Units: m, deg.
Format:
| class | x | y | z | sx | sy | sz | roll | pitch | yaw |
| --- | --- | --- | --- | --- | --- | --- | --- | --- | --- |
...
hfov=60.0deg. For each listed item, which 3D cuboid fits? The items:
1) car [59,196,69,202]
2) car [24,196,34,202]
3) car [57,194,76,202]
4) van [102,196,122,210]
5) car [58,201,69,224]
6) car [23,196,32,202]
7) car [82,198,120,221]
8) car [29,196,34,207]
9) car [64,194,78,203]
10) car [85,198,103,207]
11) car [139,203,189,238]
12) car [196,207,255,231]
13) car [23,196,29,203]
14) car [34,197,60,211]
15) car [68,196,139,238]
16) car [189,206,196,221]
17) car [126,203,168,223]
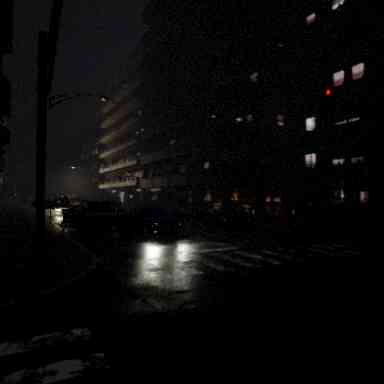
| class | x | y | z | sx | sy | sz | roll | pitch | yaw |
| --- | --- | --- | --- | --- | --- | --- | --- | --- | --- |
| car | -32.958 | 1.746 | 85.415 | 1.752 | 1.417 | 4.829 | 2 | -1 | -29 |
| car | -37.503 | 1.647 | 76.355 | 1.802 | 1.307 | 4.206 | 2 | -1 | -29 |
| car | -18.626 | 1.447 | 47.988 | 2.097 | 1.767 | 4.553 | 1 | 0 | -29 |
| van | -11.172 | 1.540 | 46.341 | 1.690 | 1.788 | 3.998 | 2 | -1 | -29 |
| car | -7.666 | 1.582 | 22.828 | 1.887 | 1.381 | 4.507 | 2 | -1 | -29 |
| car | -40.216 | 1.650 | 81.221 | 1.802 | 1.307 | 4.206 | 2 | -1 | -29 |
| car | -7.900 | 1.439 | 28.555 | 2.097 | 1.767 | 4.553 | 1 | -1 | -29 |
| car | -23.941 | 1.617 | 52.024 | 1.947 | 1.339 | 4.313 | 2 | -1 | -29 |
| car | -27.445 | 1.530 | 75.537 | 2.192 | 1.841 | 5.009 | 2 | -1 | -29 |
| car | -16.602 | 1.748 | 56.069 | 1.887 | 1.381 | 4.507 | 2 | -1 | -29 |
| car | -2.315 | 1.559 | 18.525 | 1.882 | 1.535 | 5.008 | 1 | -1 | -29 |
| car | 2.384 | 1.753 | 22.005 | 1.947 | 1.339 | 4.313 | 2 | -1 | -29 |
| car | -34.790 | 1.606 | 71.490 | 1.887 | 1.381 | 4.507 | 2 | -1 | -29 |
| car | -18.515 | 1.612 | 42.292 | 1.947 | 1.339 | 4.313 | 2 | -1 | -29 |
| car | -4.946 | 1.350 | 17.965 | 2.192 | 1.841 | 5.009 | 2 | -1 | -29 |
| car | -0.328 | 1.772 | 26.871 | 1.802 | 1.307 | 4.206 | 2 | -1 | -29 |
| car | -3.808 | 1.668 | 27.522 | 1.812 | 1.442 | 4.674 | 1 | -1 | -29 |
